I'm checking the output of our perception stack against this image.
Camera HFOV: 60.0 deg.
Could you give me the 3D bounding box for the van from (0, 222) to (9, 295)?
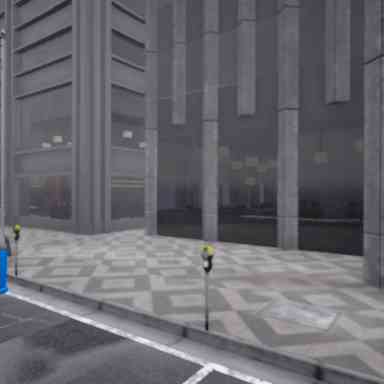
[{"bbox_3d":[-5.422,1.335,6.828,3.998,1.788,1.690,0,0,36],"label":"van"}]
